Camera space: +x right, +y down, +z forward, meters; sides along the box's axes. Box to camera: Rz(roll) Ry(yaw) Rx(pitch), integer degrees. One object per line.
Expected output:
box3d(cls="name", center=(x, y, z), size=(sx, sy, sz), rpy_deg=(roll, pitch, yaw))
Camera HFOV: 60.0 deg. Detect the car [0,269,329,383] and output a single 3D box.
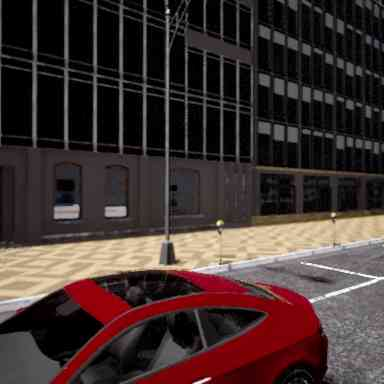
box3d(cls="car", center=(-0.677, 1.525, 2.894), size=(4.674, 1.442, 1.812), rpy_deg=(0, 0, -35))
